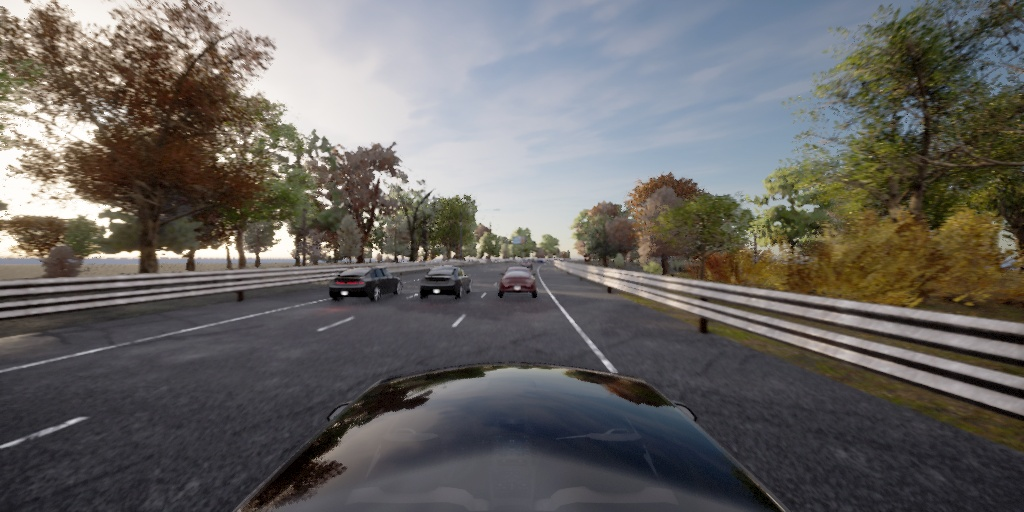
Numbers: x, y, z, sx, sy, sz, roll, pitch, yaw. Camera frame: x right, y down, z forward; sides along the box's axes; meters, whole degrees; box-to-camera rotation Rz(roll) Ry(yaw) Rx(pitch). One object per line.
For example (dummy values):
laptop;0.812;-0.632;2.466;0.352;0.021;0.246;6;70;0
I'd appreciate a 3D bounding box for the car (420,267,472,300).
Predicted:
car;-3.217;1.280;17.999;1.837;1.490;4.892;0;0;1

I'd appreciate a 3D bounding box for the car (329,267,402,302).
car;-6.744;1.265;16.984;1.837;1.490;4.892;0;0;1

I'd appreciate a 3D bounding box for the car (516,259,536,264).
car;2.277;1.387;55.699;2.128;1.511;4.902;0;0;4

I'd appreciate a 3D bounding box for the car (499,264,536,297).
car;0.314;1.315;19.009;1.812;1.442;4.674;0;0;2
